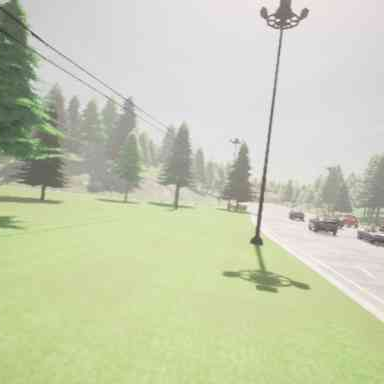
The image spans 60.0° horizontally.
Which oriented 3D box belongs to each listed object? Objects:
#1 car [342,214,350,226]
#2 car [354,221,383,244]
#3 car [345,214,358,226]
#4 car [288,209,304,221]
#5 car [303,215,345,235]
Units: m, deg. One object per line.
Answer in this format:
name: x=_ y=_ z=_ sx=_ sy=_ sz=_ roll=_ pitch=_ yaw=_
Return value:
car: x=17.524 y=3.670 z=41.591 sx=2.033 sy=1.411 sz=5.357 roll=7 pitch=0 yaw=11
car: x=14.818 y=3.443 z=26.585 sx=1.895 sy=1.301 sz=4.718 roll=7 pitch=0 yaw=11
car: x=22.212 y=4.013 z=47.714 sx=2.097 sy=1.767 sz=4.553 roll=7 pitch=0 yaw=10
car: x=15.338 y=3.335 z=48.856 sx=2.128 sy=1.511 sz=4.902 roll=7 pitch=0 yaw=10
car: x=12.099 y=2.998 z=30.846 sx=2.128 sy=1.511 sz=4.902 roll=7 pitch=0 yaw=10
